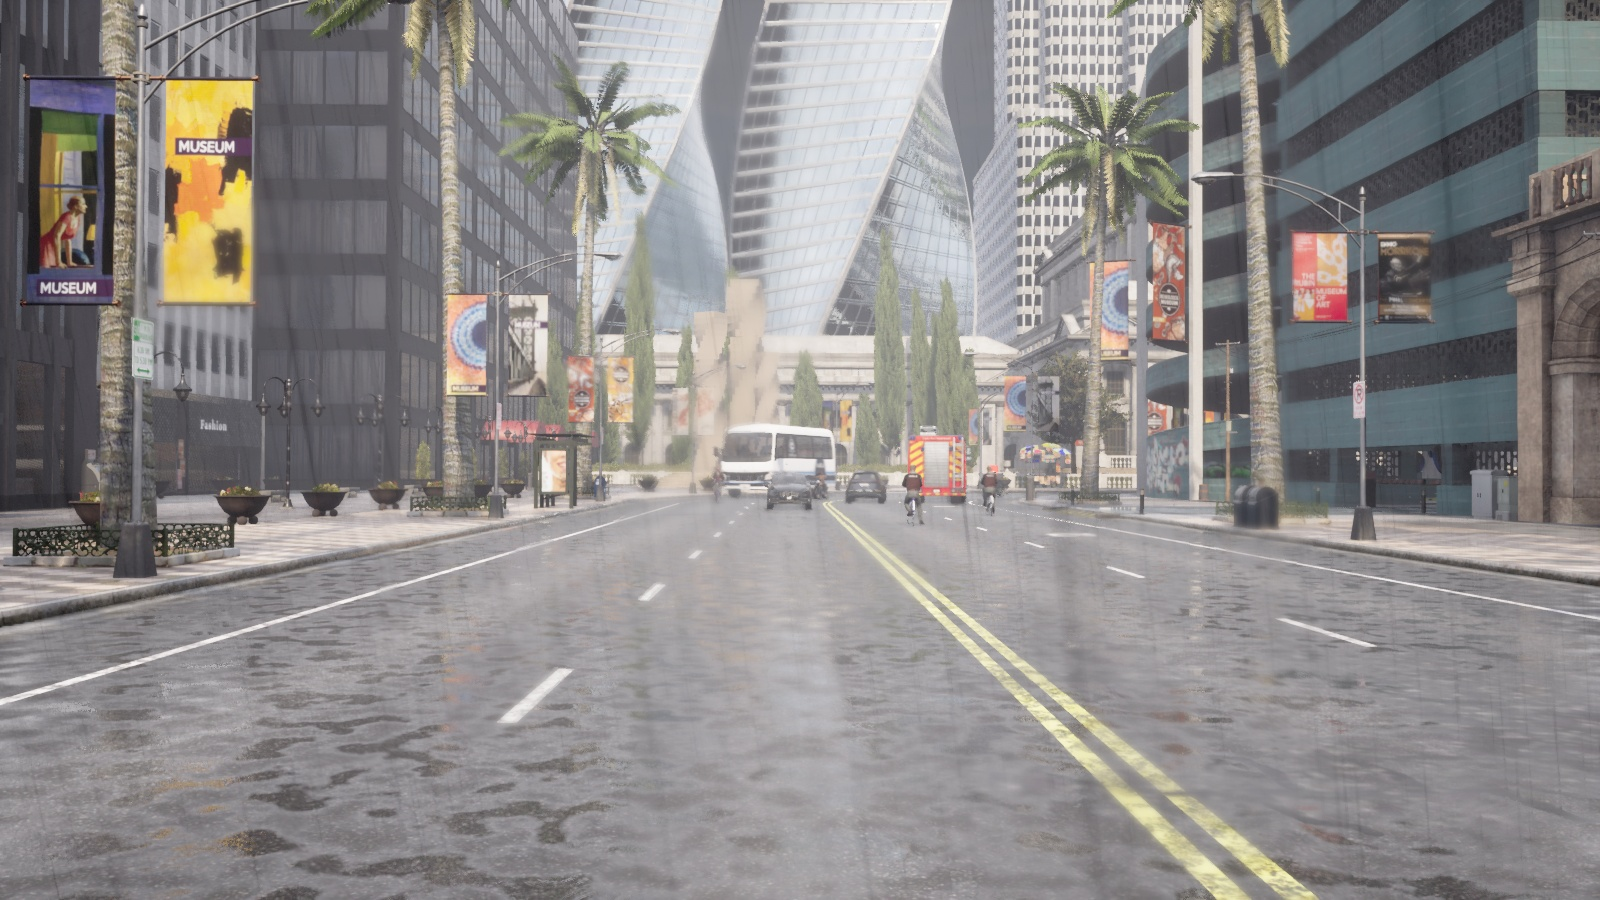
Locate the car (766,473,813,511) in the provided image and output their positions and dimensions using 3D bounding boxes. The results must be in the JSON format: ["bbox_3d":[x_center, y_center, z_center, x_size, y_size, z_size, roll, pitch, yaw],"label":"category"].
[{"bbox_3d":[-0.424,1.694,52.115,1.837,1.490,4.892,0,-1,0],"label":"car"}]

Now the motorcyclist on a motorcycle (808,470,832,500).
[{"bbox_3d":[1.128,1.935,70.123,0.766,1.649,2.350,0,-1,17],"label":"motorcyclist on a motorcycle"}]

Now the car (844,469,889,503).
[{"bbox_3d":[3.437,1.803,64.013,2.033,1.649,4.856,0,-1,6],"label":"car"}]

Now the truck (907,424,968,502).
[{"bbox_3d":[7.345,0.729,66.180,2.891,3.827,8.468,0,-1,8],"label":"truck"}]

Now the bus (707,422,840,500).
[{"bbox_3d":[-1.369,0.683,74.012,3.944,4.253,10.273,-1,-1,23],"label":"bus"}]
